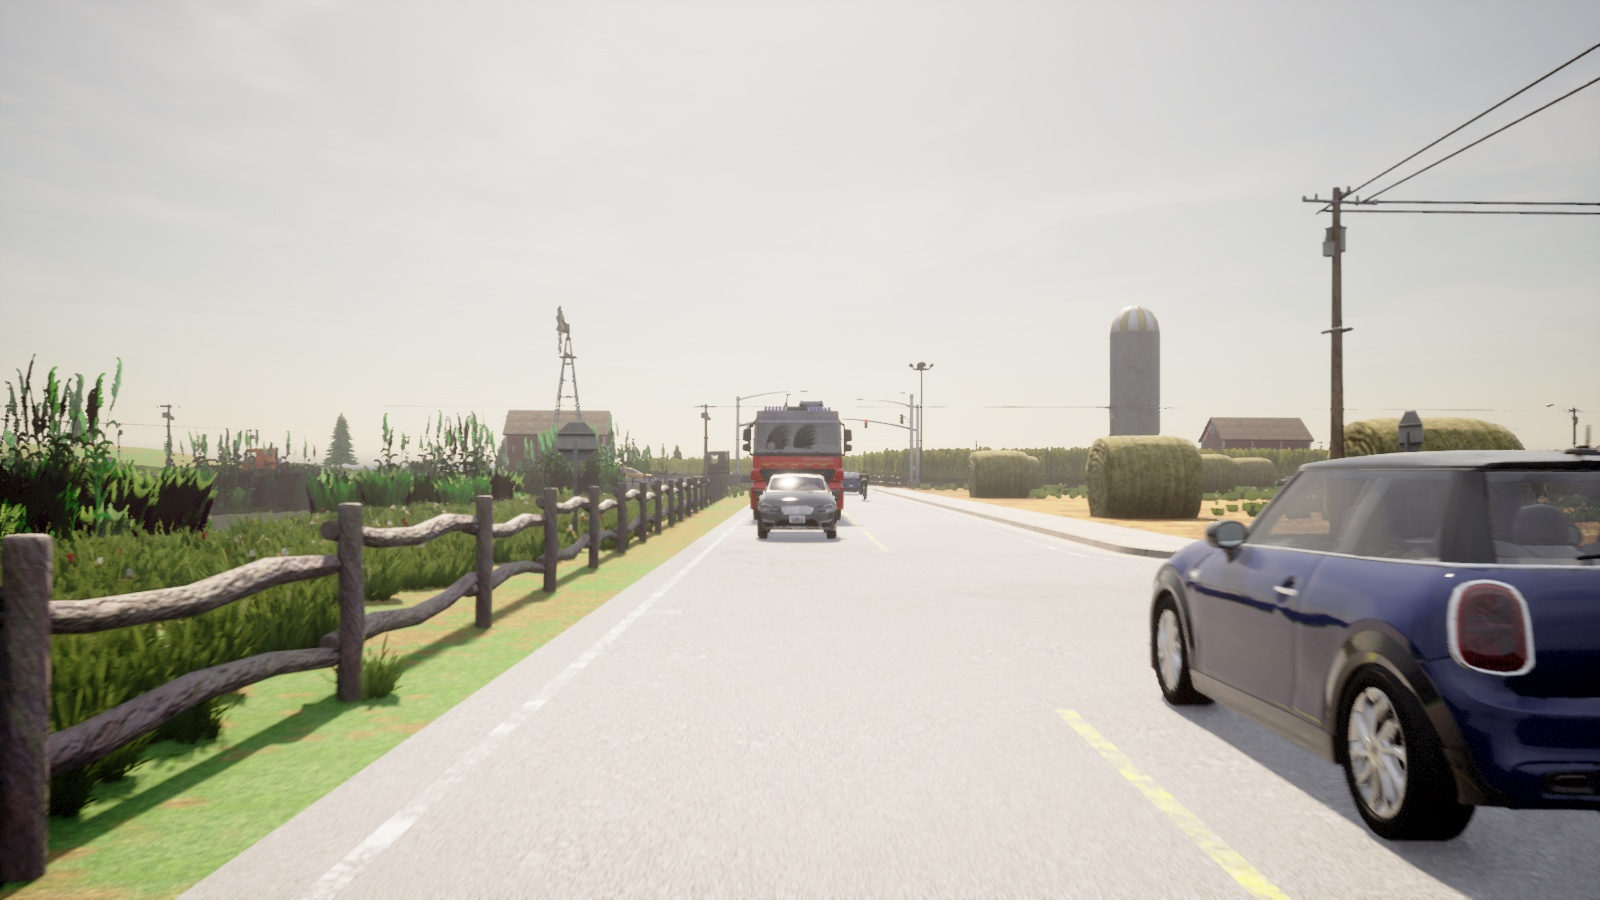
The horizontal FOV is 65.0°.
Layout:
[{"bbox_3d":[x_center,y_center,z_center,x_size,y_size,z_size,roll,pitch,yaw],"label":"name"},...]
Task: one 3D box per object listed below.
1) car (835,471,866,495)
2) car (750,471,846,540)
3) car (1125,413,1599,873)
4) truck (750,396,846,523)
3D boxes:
[{"bbox_3d":[3.346,2.196,84.646,1.882,1.535,5.008,0,-1,0],"label":"car"},{"bbox_3d":[-0.054,1.282,30.535,2.128,1.511,4.902,0,-1,0],"label":"car"},{"bbox_3d":[3.485,0.778,7.117,2.097,1.767,4.553,0,-1,0],"label":"car"},{"bbox_3d":[-0.080,0.358,42.268,2.891,3.827,8.468,0,-1,0],"label":"truck"}]
